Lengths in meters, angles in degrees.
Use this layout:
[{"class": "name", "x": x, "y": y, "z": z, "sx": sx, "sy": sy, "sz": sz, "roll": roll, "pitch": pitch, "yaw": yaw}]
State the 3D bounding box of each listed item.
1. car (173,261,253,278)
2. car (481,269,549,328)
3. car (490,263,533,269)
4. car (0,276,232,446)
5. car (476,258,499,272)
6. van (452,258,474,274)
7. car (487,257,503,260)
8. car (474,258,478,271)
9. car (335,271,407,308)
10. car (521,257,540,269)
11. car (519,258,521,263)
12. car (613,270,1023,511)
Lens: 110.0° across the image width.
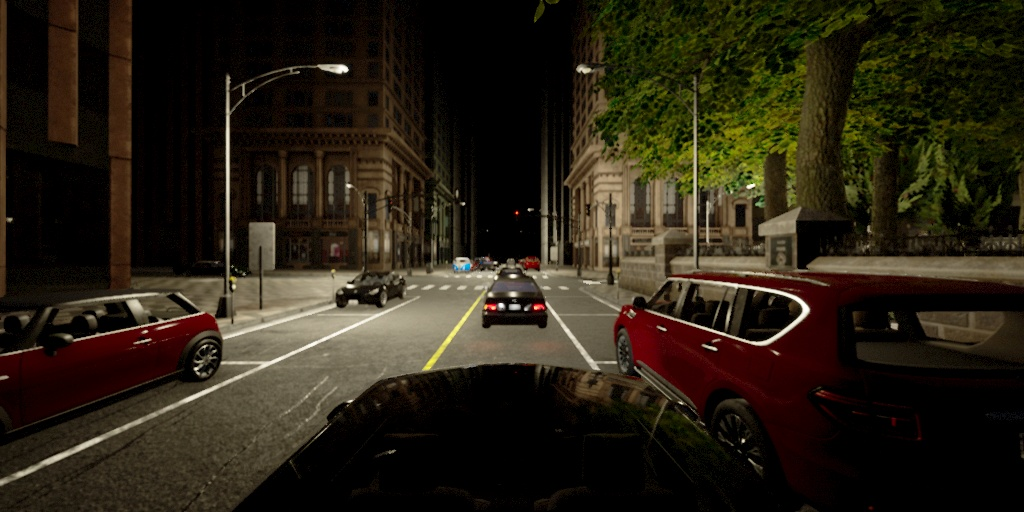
[{"class": "car", "x": -22.473, "y": 1.045, "z": 27.108, "sx": 4.718, "sy": 1.301, "sz": 1.895, "roll": 1, "pitch": 0, "yaw": 0}, {"class": "car", "x": 0.058, "y": 1.304, "z": 11.345, "sx": 2.033, "sy": 1.411, "sz": 5.357, "roll": 0, "pitch": 0, "yaw": 0}, {"class": "car", "x": -0.044, "y": 1.327, "z": 20.739, "sx": 1.994, "sy": 1.385, "sz": 4.181, "roll": 0, "pitch": 0, "yaw": 0}, {"class": "car", "x": -5.767, "y": 1.192, "z": 4.207, "sx": 1.967, "sy": 1.591, "sz": 4.097, "roll": 0, "pitch": 0, "yaw": 0}, {"class": "car", "x": -3.205, "y": 1.346, "z": 47.531, "sx": 2.033, "sy": 1.411, "sz": 5.357, "roll": 0, "pitch": 0, "yaw": 0}, {"class": "van", "x": -5.859, "y": 1.130, "z": 41.912, "sx": 1.690, "sy": 1.789, "sz": 3.998, "roll": 0, "pitch": 0, "yaw": 0}, {"class": "car", "x": -3.207, "y": 1.379, "z": 63.838, "sx": 2.033, "sy": 1.411, "sz": 5.357, "roll": 0, "pitch": 0, "yaw": 0}, {"class": "car", "x": -5.873, "y": 1.238, "z": 47.352, "sx": 1.967, "sy": 1.591, "sz": 4.097, "roll": 0, "pitch": 0, "yaw": 0}, {"class": "car", "x": -5.794, "y": 1.325, "z": 15.255, "sx": 1.948, "sy": 1.339, "sz": 4.313, "roll": 0, "pitch": 0, "yaw": 0}, {"class": "car", "x": 2.653, "y": 1.113, "z": 47.382, "sx": 2.192, "sy": 1.841, "sz": 5.009, "roll": 0, "pitch": 0, "yaw": 0}, {"class": "car", "x": 2.639, "y": 1.123, "z": 52.822, "sx": 2.192, "sy": 1.841, "sz": 5.009, "roll": 0, "pitch": 0, "yaw": 0}, {"class": "car", "x": 2.758, "y": 1.067, "z": 4.239, "sx": 2.192, "sy": 1.841, "sz": 5.009, "roll": 0, "pitch": 0, "yaw": 0}]
